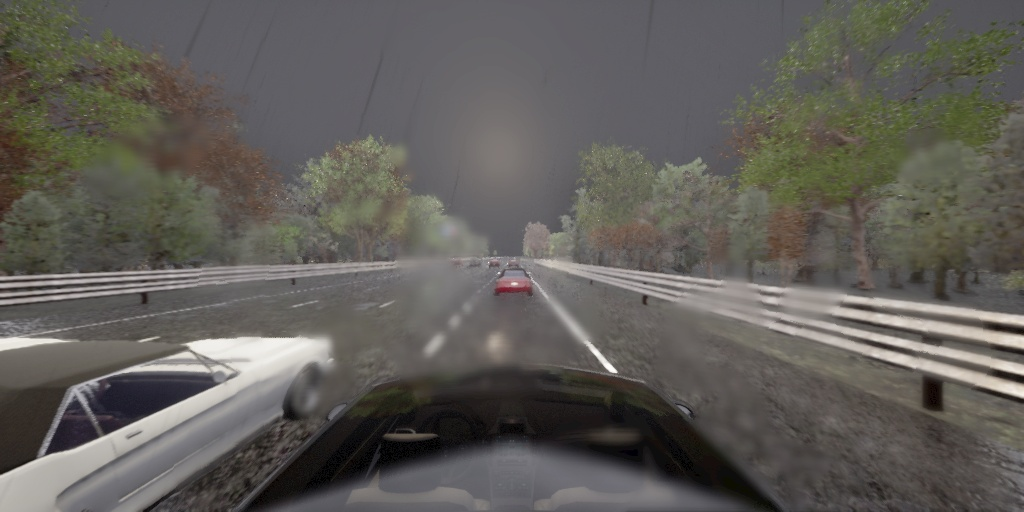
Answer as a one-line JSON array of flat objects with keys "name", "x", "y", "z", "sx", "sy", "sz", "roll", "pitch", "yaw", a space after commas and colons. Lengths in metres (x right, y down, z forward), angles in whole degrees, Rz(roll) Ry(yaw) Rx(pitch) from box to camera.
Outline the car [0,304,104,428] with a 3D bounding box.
[{"name": "car", "x": -6.900, "y": 1.351, "z": 2.874, "sx": 1.895, "sy": 1.301, "sz": 4.718, "roll": 0, "pitch": 0, "yaw": 0}]

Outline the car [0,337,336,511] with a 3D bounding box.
[{"name": "car", "x": -3.401, "y": 1.352, "z": 2.898, "sx": 1.895, "sy": 1.301, "sz": 4.718, "roll": 0, "pitch": 0, "yaw": 0}]

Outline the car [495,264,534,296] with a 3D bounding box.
[{"name": "car", "x": 0.130, "y": 1.350, "z": 19.656, "sx": 1.994, "sy": 1.385, "sz": 4.181, "roll": 0, "pitch": 0, "yaw": 0}]
